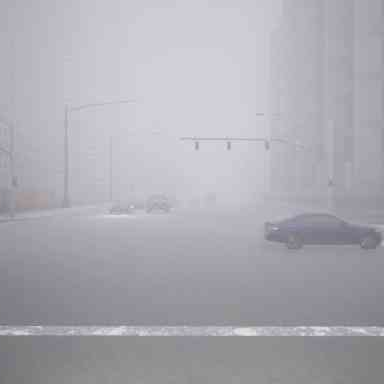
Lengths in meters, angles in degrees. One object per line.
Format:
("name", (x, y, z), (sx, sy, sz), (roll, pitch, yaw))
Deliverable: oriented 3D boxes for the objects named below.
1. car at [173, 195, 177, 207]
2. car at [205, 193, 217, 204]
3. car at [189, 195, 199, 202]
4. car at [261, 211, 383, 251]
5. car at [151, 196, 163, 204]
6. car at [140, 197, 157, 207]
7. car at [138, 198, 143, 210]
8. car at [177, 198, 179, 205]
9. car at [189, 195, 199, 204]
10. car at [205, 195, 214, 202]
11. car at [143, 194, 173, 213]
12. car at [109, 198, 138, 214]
("car", (-3.595, 1.505, 47.494), (1.837, 1.490, 4.892), (0, 0, 1))
("car", (3.748, 1.221, 64.811), (2.150, 2.045, 5.566), (0, 0, 1))
("car", (0.407, 1.524, 75.336), (2.128, 1.511, 4.902), (0, 0, 1))
("car", (5.205, 1.526, 13.589), (4.674, 1.442, 1.812), (0, 0, 0))
("car", (-6.787, 1.526, 65.103), (1.812, 1.442, 4.674), (0, 0, 1))
("car", (-6.998, 1.564, 53.740), (1.994, 1.385, 4.181), (0, 0, 1))
("car", (-7.158, 1.478, 43.822), (1.882, 1.535, 5.008), (0, 0, 1))
("car", (-3.430, 1.352, 57.649), (2.097, 1.767, 4.553), (0, 0, 1))
("car", (0.357, 1.564, 65.462), (1.994, 1.385, 4.181), (0, 0, 1))
("car", (3.908, 1.415, 75.424), (1.837, 1.490, 4.892), (0, 0, 1))
("car", (-3.736, 1.221, 37.577), (2.150, 2.045, 5.566), (0, 0, 1))
("car", (-7.277, 1.564, 34.995), (1.994, 1.385, 4.181), (0, 0, 1))
